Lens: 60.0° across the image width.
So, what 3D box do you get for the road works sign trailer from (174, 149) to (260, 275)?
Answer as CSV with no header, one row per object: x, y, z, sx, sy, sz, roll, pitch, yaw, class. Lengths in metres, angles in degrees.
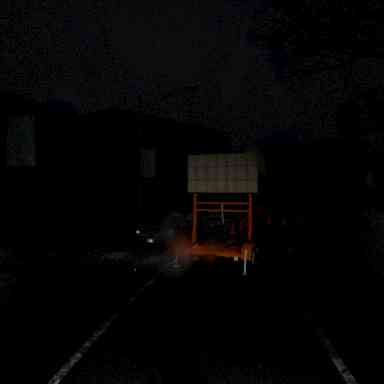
1.007,0.461,10.678,2.380,3.560,2.880,0,0,21,road works sign trailer

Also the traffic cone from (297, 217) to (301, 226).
7.166,1.984,22.220,0.340,0.580,0.340,1,0,21,traffic cone

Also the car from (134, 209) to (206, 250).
-0.739,1.506,14.342,1.812,1.442,4.674,0,0,20,car
